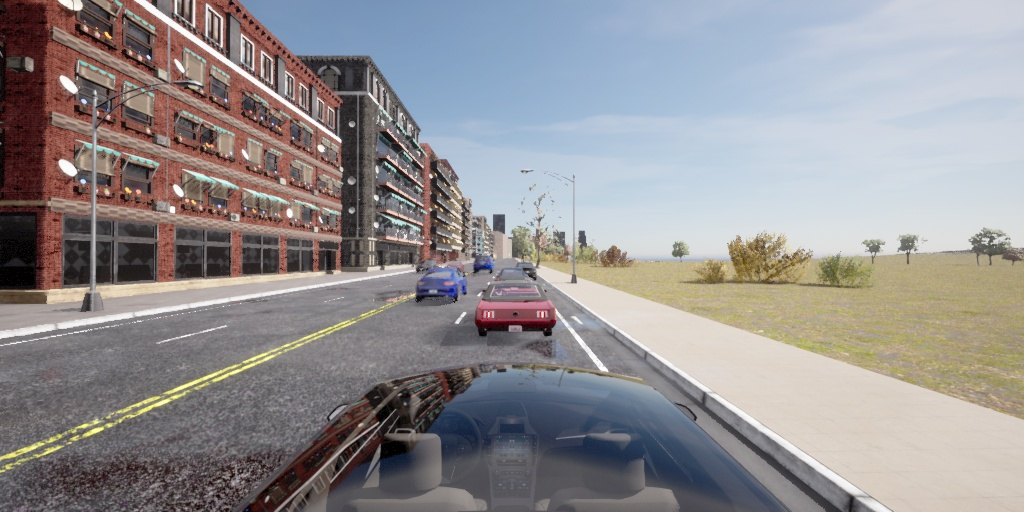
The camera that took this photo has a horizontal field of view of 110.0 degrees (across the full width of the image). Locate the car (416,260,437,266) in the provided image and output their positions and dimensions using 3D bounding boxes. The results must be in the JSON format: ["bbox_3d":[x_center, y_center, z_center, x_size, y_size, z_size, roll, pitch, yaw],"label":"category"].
[{"bbox_3d":[-9.962,1.258,42.227,1.837,1.490,4.892,0,0,0],"label":"car"}]

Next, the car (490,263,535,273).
[{"bbox_3d":[0.040,1.317,20.341,1.994,1.385,4.181,0,0,0],"label":"car"}]

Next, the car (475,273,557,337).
[{"bbox_3d":[0.077,1.352,10.311,1.895,1.301,4.718,0,0,0],"label":"car"}]

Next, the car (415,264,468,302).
[{"bbox_3d":[-3.191,1.278,16.804,1.812,1.442,4.674,0,0,0],"label":"car"}]

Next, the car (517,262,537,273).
[{"bbox_3d":[1.059,1.259,30.335,1.837,1.490,4.892,0,0,0],"label":"car"}]

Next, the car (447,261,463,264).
[{"bbox_3d":[-6.713,1.279,42.739,1.812,1.442,4.674,0,0,0],"label":"car"}]

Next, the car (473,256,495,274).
[{"bbox_3d":[-3.261,0.972,42.179,2.150,2.045,5.566,0,0,0],"label":"car"}]
